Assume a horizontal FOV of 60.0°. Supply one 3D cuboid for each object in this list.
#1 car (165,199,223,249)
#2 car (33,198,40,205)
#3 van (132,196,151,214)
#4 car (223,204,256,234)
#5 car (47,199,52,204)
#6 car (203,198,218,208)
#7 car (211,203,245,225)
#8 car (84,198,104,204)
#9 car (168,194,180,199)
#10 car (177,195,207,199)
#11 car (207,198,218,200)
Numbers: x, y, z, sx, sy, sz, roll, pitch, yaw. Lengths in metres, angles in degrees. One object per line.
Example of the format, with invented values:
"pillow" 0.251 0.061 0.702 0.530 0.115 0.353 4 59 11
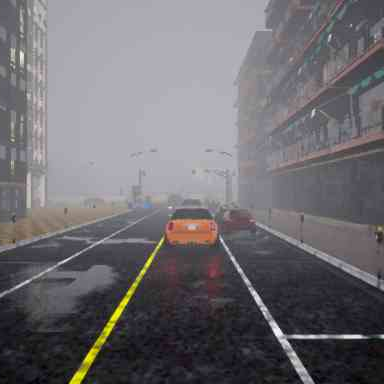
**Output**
"car" 0.000 1.366 14.620 2.097 1.767 4.553 0 0 0
"car" -31.443 1.658 61.595 5.009 1.841 2.192 -1 0 -1
"van" -5.343 1.340 35.589 1.690 1.788 3.998 0 0 0
"car" 2.568 1.581 18.959 1.802 1.307 4.206 0 0 0
"car" -31.670 1.953 69.664 4.206 1.307 1.802 -1 1 -1
"car" 2.698 1.543 48.993 1.887 1.381 4.507 0 0 0
"car" 2.568 1.549 24.485 2.008 1.369 4.403 0 0 0
"car" -20.587 1.820 69.799 4.206 1.307 1.802 -1 1 -1
"car" -2.751 1.326 55.547 2.150 2.045 5.566 0 0 0
"car" 0.000 1.366 29.620 2.097 1.767 4.553 0 0 0
"car" 2.665 1.549 41.063 2.008 1.369 4.403 0 0 0
